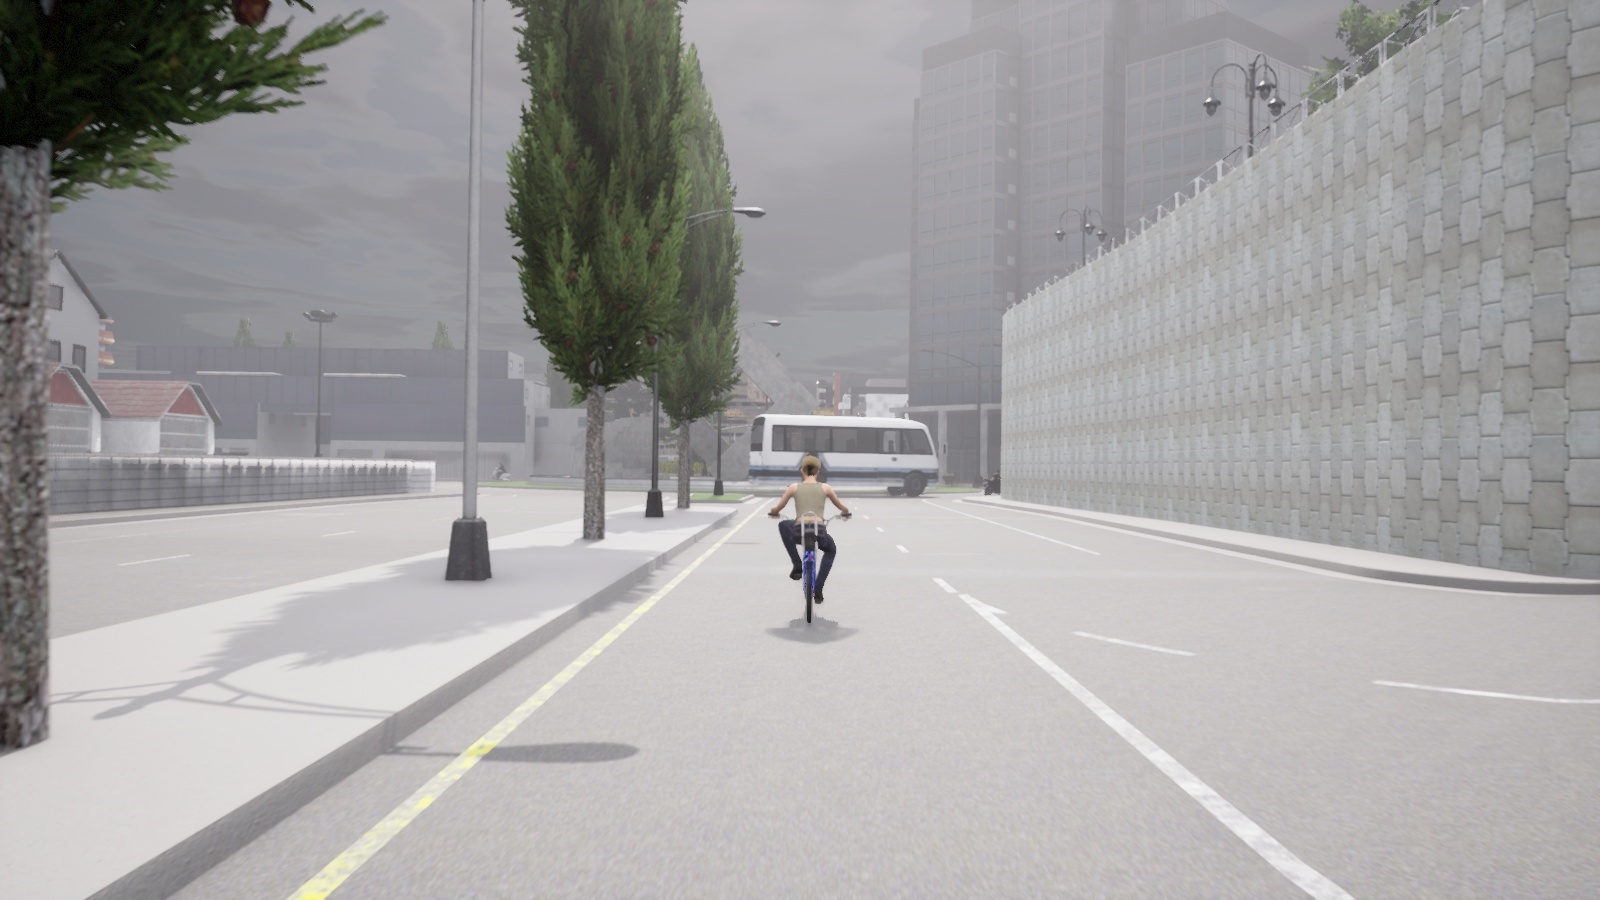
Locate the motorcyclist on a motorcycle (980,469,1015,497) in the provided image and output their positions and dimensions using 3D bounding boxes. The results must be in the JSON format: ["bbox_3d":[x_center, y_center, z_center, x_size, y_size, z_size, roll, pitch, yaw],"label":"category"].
[{"bbox_3d":[10.881,1.831,69.038,2.044,1.523,0.797,2,-2,-42],"label":"motorcyclist on a motorcycle"}]

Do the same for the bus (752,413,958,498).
[{"bbox_3d":[2.928,0.338,67.802,10.273,4.253,3.944,1,-1,-16],"label":"bus"}]

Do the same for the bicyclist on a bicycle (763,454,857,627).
[{"bbox_3d":[0.104,0.862,12.516,0.866,1.612,1.509,0,-1,1],"label":"bicyclist on a bicycle"}]
